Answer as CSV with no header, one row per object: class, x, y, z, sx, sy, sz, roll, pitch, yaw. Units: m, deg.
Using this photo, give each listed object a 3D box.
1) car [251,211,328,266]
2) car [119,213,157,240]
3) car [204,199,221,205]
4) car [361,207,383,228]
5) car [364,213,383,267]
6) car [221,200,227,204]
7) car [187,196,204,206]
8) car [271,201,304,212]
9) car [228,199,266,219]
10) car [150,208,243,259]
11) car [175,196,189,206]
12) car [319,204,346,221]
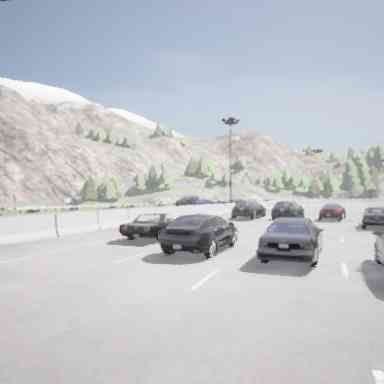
car,3.669,1.644,12.038,2.033,1.411,5.357,0,0,23
car,-1.664,1.739,17.288,1.895,1.301,4.718,0,0,24
car,4.485,2.043,55.754,1.895,1.301,4.718,0,-1,37
car,12.791,1.731,23.032,2.033,1.411,5.357,0,0,29
car,6.221,1.565,9.081,2.128,1.511,4.902,0,0,23
car,7.079,1.926,53.344,1.837,1.490,4.892,0,0,37
car,1.814,1.937,58.006,1.882,1.535,5.008,0,-1,37
car,8.675,1.590,29.941,2.097,1.767,4.553,0,-1,30
car,5.450,1.601,31.355,2.097,1.767,4.553,0,-1,30
car,0.441,1.612,13.361,1.837,1.490,4.892,0,0,23
car,-0.756,1.700,60.397,2.150,2.045,5.566,0,-1,37
car,12.460,1.760,29.518,1.812,1.442,4.674,0,0,30
